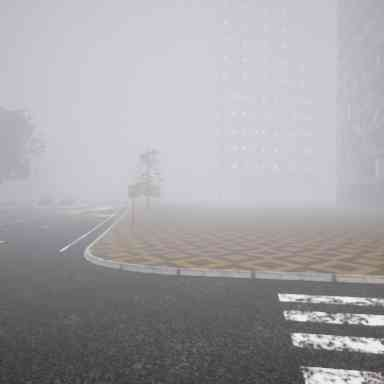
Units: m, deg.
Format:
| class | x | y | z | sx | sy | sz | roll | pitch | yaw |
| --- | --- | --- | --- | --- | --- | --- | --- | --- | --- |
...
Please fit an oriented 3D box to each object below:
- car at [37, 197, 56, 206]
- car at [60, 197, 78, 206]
| class | x | y | z | sx | sy | sz | roll | pitch | yaw |
| --- | --- | --- | --- | --- | --- | --- | --- | --- | --- |
| car | -22.187 | 1.428 | 50.984 | 1.994 | 1.385 | 4.181 | 0 | 0 | -10 |
| car | -18.987 | 1.453 | 51.555 | 1.994 | 1.385 | 4.181 | 0 | 0 | -10 |
